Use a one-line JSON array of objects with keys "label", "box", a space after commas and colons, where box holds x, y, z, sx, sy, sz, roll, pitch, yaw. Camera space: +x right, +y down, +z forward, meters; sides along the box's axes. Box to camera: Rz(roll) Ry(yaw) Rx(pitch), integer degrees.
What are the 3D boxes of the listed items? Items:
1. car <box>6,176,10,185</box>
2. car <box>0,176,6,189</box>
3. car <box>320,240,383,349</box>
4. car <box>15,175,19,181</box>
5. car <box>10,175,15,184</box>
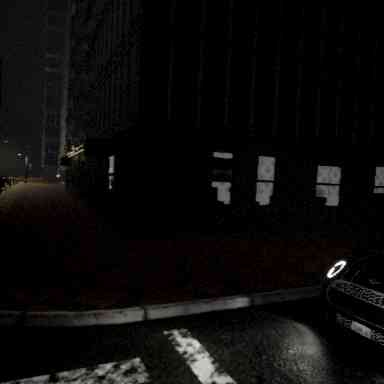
[{"label": "car", "box": [-25.826, -1.403, 44.194, 1.967, 1.590, 4.097, 2, 2, -25]}, {"label": "car", "box": [-23.424, -0.970, 39.062, 1.947, 1.339, 4.313, 2, 2, -25]}, {"label": "car", "box": [4.362, 1.327, 5.405, 4.553, 1.767, 2.097, 2, 2, -24]}, {"label": "car", "box": [-42.693, -3.455, 80.155, 1.802, 1.307, 4.206, 2, 2, -25]}, {"label": "car", "box": [-30.720, -1.947, 54.626, 1.752, 1.417, 4.829, 2, 2, -25]}]
